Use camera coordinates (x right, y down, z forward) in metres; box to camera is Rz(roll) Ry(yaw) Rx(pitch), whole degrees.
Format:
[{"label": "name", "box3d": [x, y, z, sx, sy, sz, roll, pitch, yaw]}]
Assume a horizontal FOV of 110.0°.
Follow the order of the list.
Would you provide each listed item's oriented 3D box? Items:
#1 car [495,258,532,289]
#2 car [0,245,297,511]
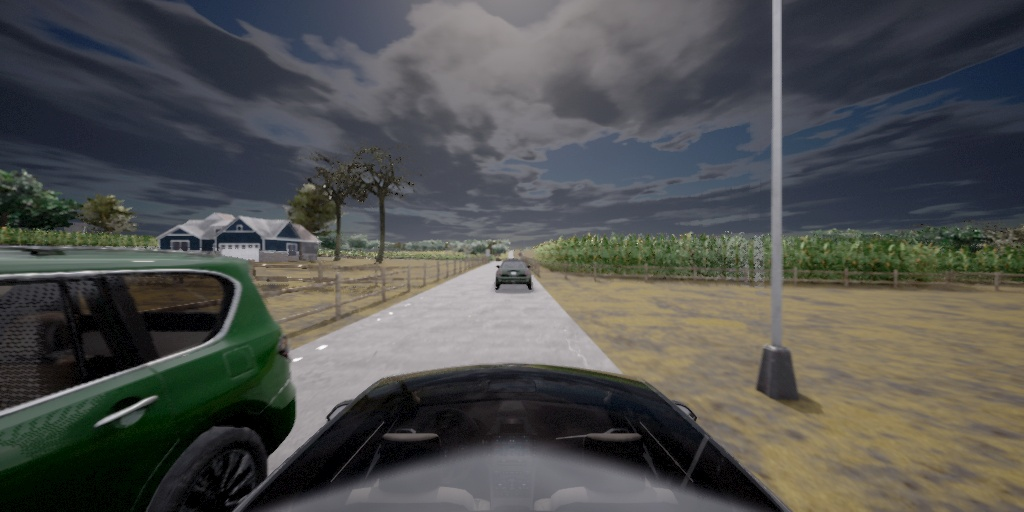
[{"label": "car", "box3d": [0.090, 0.972, 22.153, 2.097, 1.767, 4.553, 0, 1, 0]}, {"label": "car", "box3d": [-2.850, 0.971, 0.677, 2.150, 2.045, 5.566, 0, 0, 0]}]
